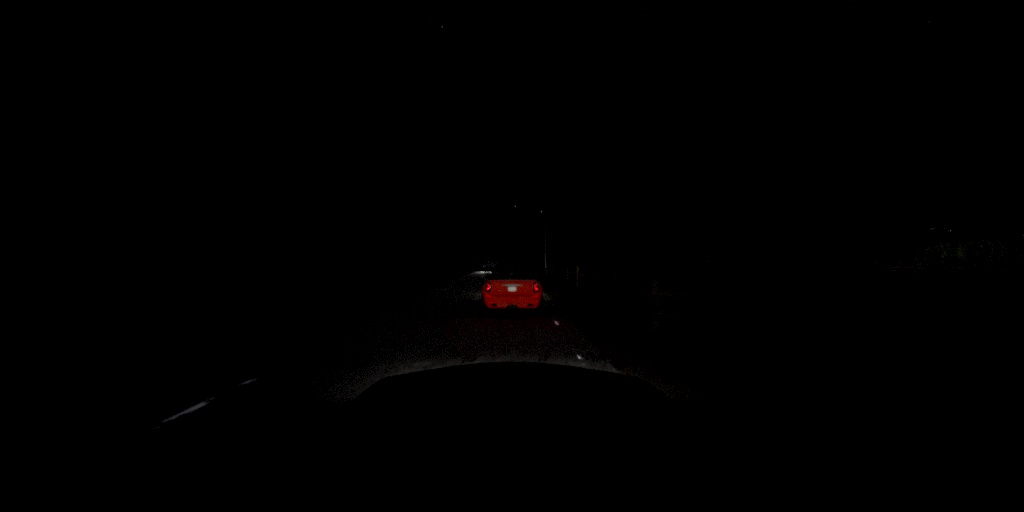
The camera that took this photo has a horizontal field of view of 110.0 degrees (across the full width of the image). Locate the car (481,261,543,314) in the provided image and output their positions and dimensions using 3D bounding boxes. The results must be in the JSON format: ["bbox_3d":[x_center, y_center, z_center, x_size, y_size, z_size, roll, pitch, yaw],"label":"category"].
[{"bbox_3d":[0.015,1.098,13.829,2.097,1.767,4.553,0,0,0],"label":"car"}]

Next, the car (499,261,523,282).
[{"bbox_3d":[-0.040,1.244,30.710,1.882,1.535,5.008,0,0,0],"label":"car"}]

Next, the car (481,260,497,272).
[{"bbox_3d":[-3.013,1.339,47.739,1.812,1.442,4.674,0,0,0],"label":"car"}]
